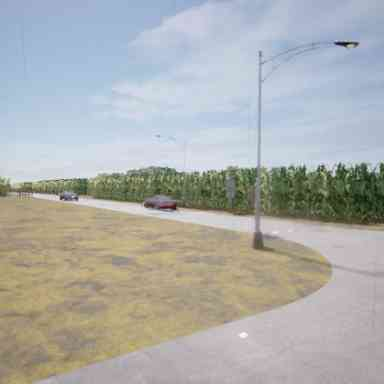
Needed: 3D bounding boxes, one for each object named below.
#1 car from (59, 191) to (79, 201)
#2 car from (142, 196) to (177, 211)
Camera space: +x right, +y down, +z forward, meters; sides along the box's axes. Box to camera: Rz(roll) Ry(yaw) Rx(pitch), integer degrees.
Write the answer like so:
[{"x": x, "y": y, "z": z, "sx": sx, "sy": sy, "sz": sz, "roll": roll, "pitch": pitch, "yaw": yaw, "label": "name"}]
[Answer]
[{"x": -18.567, "y": 0.541, "z": 50.069, "sx": 2.128, "sy": 1.511, "sz": 4.902, "roll": 1, "pitch": 1, "yaw": -35, "label": "car"}, {"x": -3.292, "y": 1.069, "z": 33.290, "sx": 1.994, "sy": 1.385, "sz": 4.181, "roll": 1, "pitch": 1, "yaw": -35, "label": "car"}]
